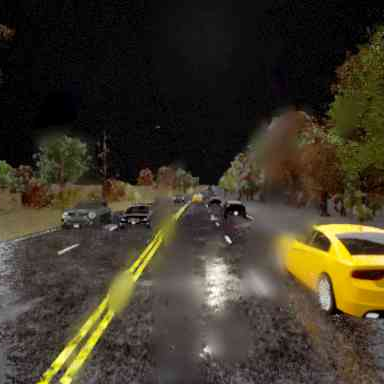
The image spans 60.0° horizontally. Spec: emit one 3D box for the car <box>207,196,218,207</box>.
[{"bbox_3d":[3.224,1.397,47.511,1.837,1.490,4.892,0,0,1],"label":"car"}]

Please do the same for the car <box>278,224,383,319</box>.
[{"bbox_3d":[3.376,1.465,7.514,1.882,1.535,5.008,0,0,0],"label":"car"}]

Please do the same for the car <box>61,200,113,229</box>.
[{"bbox_3d":[-6.483,1.312,20.941,2.097,1.767,4.553,0,0,1],"label":"car"}]

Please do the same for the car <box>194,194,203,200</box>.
[{"bbox_3d":[1.727,1.186,83.907,2.128,1.511,4.902,0,0,2],"label":"car"}]

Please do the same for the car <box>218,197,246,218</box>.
[{"bbox_3d":[3.565,1.449,29.128,1.837,1.490,4.892,0,0,1],"label":"car"}]

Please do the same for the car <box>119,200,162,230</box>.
[{"bbox_3d":[-3.233,1.466,20.944,1.837,1.490,4.892,0,0,1],"label":"car"}]

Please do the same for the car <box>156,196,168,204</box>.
[{"bbox_3d":[-5.577,1.387,61.849,2.033,1.411,5.357,0,0,2],"label":"car"}]

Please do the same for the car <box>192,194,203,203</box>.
[{"bbox_3d":[1.105,1.295,67.175,1.882,1.535,5.008,0,0,2],"label":"car"}]

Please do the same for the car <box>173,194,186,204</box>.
[{"bbox_3d":[-2.333,1.193,61.907,2.097,1.767,4.553,0,0,2],"label":"car"}]
